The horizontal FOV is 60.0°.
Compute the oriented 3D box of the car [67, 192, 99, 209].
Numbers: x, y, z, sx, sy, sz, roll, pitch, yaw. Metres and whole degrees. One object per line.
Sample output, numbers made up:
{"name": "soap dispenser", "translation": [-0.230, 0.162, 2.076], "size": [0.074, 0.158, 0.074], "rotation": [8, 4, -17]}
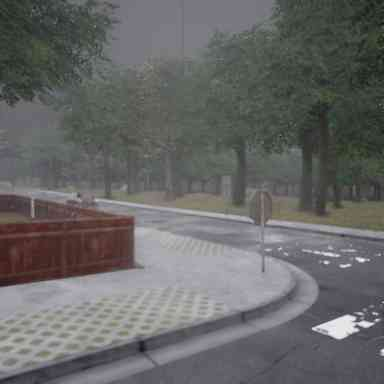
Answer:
{"name": "car", "translation": [-11.180, 0.794, 33.918], "size": [2.097, 1.767, 4.553], "rotation": [-1, 2, -35]}
